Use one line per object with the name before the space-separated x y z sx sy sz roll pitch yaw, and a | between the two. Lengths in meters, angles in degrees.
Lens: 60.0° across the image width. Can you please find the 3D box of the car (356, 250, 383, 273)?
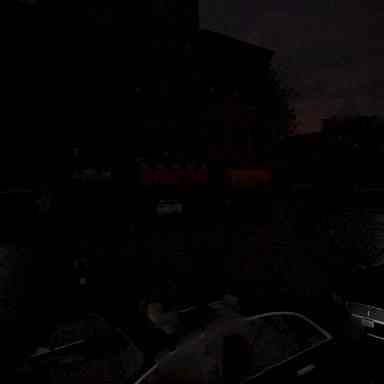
car | 4.172 1.549 5.801 4.403 1.369 2.008 0 -2 -35

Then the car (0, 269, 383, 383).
car | -0.268 1.550 2.643 4.403 1.369 2.008 0 -2 -35
